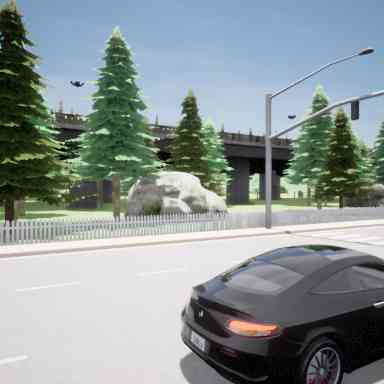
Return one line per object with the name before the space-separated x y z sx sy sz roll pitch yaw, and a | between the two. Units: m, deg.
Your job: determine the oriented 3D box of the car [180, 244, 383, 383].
car | 2.082 1.526 4.908 4.674 1.442 1.812 0 0 -29
